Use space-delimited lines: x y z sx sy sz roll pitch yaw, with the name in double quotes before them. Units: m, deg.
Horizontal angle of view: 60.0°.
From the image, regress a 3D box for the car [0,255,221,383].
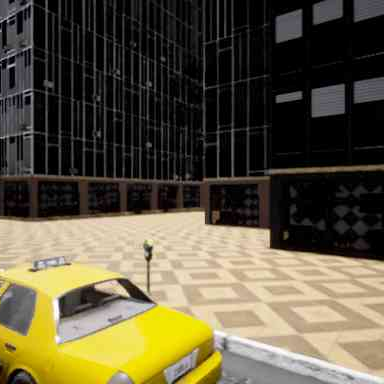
"car" -1.978 1.505 4.283 4.829 1.417 1.752 0 0 35
